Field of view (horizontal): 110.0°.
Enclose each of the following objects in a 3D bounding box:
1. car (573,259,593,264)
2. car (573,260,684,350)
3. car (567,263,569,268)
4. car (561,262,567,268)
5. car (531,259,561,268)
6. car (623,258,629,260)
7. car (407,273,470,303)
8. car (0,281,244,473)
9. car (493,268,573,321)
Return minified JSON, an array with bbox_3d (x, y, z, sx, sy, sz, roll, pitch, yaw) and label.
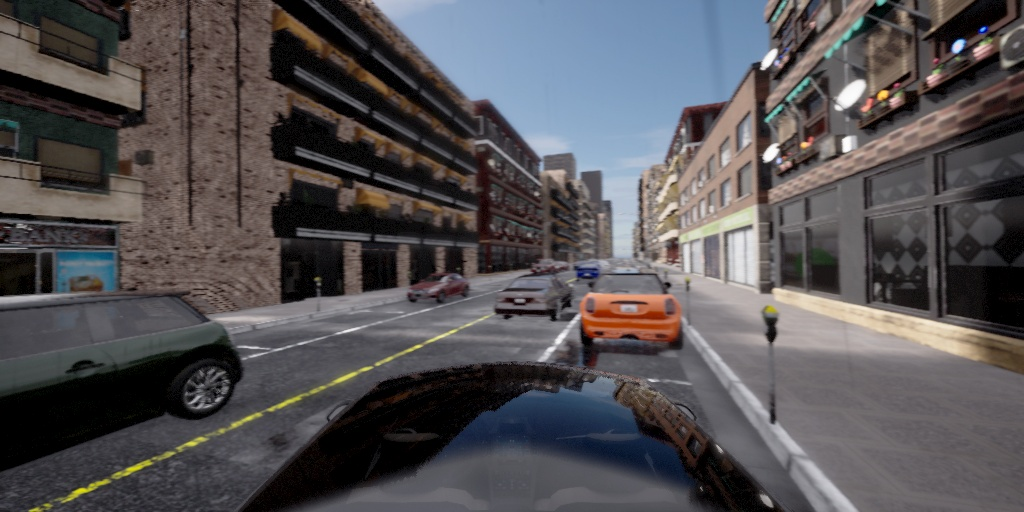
[{"bbox_3d":[6.552,1.263,29.916,1.882,1.535,5.008,-1,0,18],"label":"car"},{"bbox_3d":[3.038,1.089,9.332,2.097,1.767,4.553,-1,0,18],"label":"car"},{"bbox_3d":[6.968,1.434,49.912,1.888,1.381,4.507,0,0,18],"label":"car"},{"bbox_3d":[5.227,1.332,44.550,1.967,1.591,4.097,0,0,18],"label":"car"},{"bbox_3d":[3.489,1.210,39.189,2.192,1.841,5.009,0,0,18],"label":"car"},{"bbox_3d":[11.509,1.256,36.761,1.751,1.417,4.829,0,0,18],"label":"car"},{"bbox_3d":[-3.470,1.489,17.745,1.802,1.307,4.207,0,0,18],"label":"car"},{"bbox_3d":[-5.415,1.214,3.411,2.097,1.767,4.553,-1,0,18],"label":"car"},{"bbox_3d":[1.005,1.342,12.805,2.033,1.411,5.357,-1,0,18],"label":"car"}]
